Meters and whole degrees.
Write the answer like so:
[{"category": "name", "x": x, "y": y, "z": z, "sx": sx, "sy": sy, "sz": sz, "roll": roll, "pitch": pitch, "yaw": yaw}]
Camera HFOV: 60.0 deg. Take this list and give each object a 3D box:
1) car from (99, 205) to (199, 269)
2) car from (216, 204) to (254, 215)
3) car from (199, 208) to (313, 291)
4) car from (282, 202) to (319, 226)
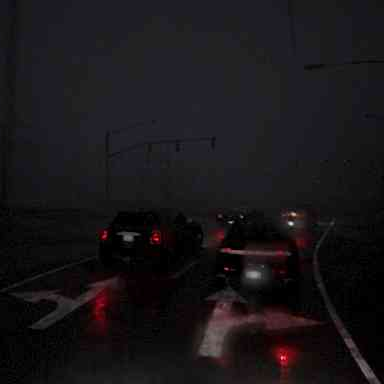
[{"category": "car", "x": -1.121, "y": 1.262, "z": 11.135, "sx": 2.097, "sy": 1.767, "sz": 4.553, "roll": 0, "pitch": 1, "yaw": 17}, {"category": "car", "x": 3.171, "y": 1.435, "z": 21.177, "sx": 1.895, "sy": 1.301, "sz": 4.718, "roll": 0, "pitch": 1, "yaw": 25}, {"category": "car", "x": 1.836, "y": 1.422, "z": 8.980, "sx": 2.128, "sy": 1.511, "sz": 4.902, "roll": 0, "pitch": 1, "yaw": 15}, {"category": "car", "x": 6.131, "y": 1.360, "z": 19.262, "sx": 1.837, "sy": 1.490, "sz": 4.892, "roll": 0, "pitch": 1, "yaw": 26}]
